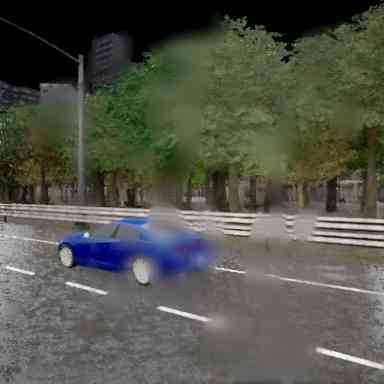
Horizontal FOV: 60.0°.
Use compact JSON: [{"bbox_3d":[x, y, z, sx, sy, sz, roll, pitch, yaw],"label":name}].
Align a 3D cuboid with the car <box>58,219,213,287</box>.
[{"bbox_3d":[-1.798,1.497,9.450,5.008,1.535,1.882,0,0,36],"label":"car"}]
